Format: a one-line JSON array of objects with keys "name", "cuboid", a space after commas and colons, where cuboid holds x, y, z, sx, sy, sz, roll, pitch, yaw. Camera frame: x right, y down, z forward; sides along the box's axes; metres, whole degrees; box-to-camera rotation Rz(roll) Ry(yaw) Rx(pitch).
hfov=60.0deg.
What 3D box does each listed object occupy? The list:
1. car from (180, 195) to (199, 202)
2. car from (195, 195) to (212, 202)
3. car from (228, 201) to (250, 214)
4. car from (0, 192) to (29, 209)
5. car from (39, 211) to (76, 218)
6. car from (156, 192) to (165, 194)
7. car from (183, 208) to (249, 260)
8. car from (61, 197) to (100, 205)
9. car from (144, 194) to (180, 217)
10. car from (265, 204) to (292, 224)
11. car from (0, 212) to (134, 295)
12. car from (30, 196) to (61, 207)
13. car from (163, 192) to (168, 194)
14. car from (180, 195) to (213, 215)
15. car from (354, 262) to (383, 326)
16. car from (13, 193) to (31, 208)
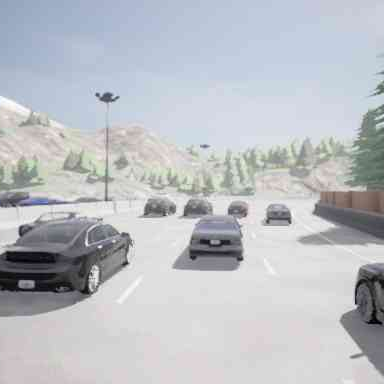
[{"name": "car", "cuboid": [-0.539, 1.438, 76.761, 2.128, 1.511, 4.902, 1, 0, 27]}, {"name": "car", "cuboid": [2.695, 1.427, 75.389, 1.882, 1.535, 5.008, 1, 0, 27]}, {"name": "car", "cuboid": [4.463, 1.554, 31.759, 1.812, 1.442, 4.674, 1, 0, 14]}, {"name": "car", "cuboid": [-22.299, 0.966, 40.808, 2.150, 2.045, 5.566, 1, 0, 15]}, {"name": "car", "cuboid": [-5.714, 1.532, 15.353, 1.895, 1.301, 4.718, 1, 0, 7]}, {"name": "car", "cuboid": [-7.501, 1.076, 78.580, 2.150, 2.045, 5.566, 1, 0, 27]}, {"name": "car", "cuboid": [0.967, 1.550, 12.447, 2.033, 1.411, 5.357, 1, 0, 6]}, {"name": "car", "cuboid": [-12.238, 1.356, 37.743, 1.837, 1.490, 4.892, 1, 0, 15]}, {"name": "car", "cuboid": [-2.856, 1.304, 31.161, 2.097, 1.767, 4.553, 1, 0, 13]}, {"name": "car", "cuboid": [6.651, 1.601, 25.795, 2.033, 1.411, 5.357, 1, 0, 12]}, {"name": "car", "cuboid": [-2.888, 1.471, 8.647, 1.837, 1.490, 4.892, 1, 0, 5]}, {"name": "car", "cuboid": [-15.780, 1.414, 38.152, 1.895, 1.301, 4.718, 1, 0, 15]}, {"name": "car", "cuboid": [-4.246, 1.409, 77.254, 1.812, 1.442, 4.674, 1, 0, 27]}, {"name": "car", "cuboid": [0.672, 1.341, 30.886, 2.097, 1.767, 4.553, 1, 0, 13]}, {"name": "car", "cuboid": [3.783, 1.530, 4.199, 2.128, 1.511, 4.902, 1, 0, 4]}, {"name": "car", "cuboid": [-18.761, 1.259, 40.429, 1.882, 1.535, 5.008, 1, 0, 15]}]
